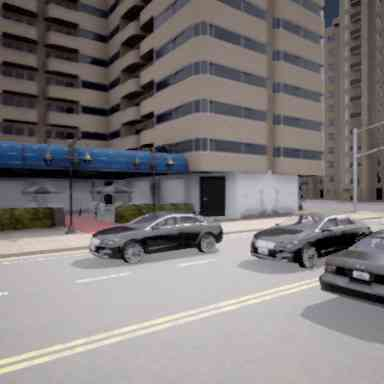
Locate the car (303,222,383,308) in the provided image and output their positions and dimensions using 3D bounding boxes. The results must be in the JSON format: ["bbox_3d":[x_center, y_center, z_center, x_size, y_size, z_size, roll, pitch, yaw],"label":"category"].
[{"bbox_3d":[5.027,1.506,7.334,5.357,1.411,2.033,0,0,-36],"label":"car"}]

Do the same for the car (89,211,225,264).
[{"bbox_3d":[-1.079,1.462,11.759,4.902,1.511,2.128,0,0,-35],"label":"car"}]

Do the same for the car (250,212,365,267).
[{"bbox_3d":[4.072,1.444,11.096,4.902,1.511,2.128,0,0,-35],"label":"car"}]
